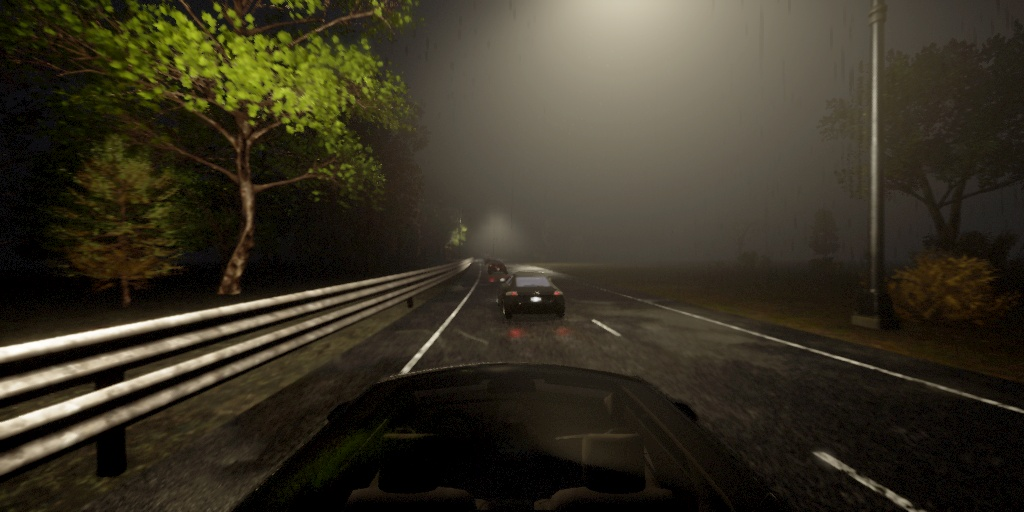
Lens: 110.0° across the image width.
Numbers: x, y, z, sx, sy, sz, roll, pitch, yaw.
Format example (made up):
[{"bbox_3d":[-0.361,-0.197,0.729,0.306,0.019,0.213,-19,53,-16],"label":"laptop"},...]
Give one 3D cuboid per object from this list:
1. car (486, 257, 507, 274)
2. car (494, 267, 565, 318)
[{"bbox_3d":[-1.540,1.080,37.230,1.812,1.442,4.674,0,0,-5],"label":"car"},{"bbox_3d":[0.552,1.260,12.755,1.994,1.385,4.181,0,0,-5],"label":"car"}]
